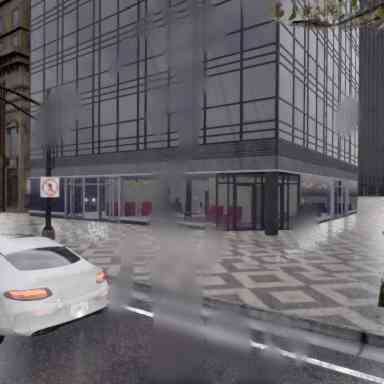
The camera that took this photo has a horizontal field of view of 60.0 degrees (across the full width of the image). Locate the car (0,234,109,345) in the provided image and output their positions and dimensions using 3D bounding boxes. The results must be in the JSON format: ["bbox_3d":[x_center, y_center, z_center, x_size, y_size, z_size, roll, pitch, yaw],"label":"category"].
[{"bbox_3d":[-3.522,1.524,6.190,4.674,1.442,1.812,0,0,35],"label":"car"}]
